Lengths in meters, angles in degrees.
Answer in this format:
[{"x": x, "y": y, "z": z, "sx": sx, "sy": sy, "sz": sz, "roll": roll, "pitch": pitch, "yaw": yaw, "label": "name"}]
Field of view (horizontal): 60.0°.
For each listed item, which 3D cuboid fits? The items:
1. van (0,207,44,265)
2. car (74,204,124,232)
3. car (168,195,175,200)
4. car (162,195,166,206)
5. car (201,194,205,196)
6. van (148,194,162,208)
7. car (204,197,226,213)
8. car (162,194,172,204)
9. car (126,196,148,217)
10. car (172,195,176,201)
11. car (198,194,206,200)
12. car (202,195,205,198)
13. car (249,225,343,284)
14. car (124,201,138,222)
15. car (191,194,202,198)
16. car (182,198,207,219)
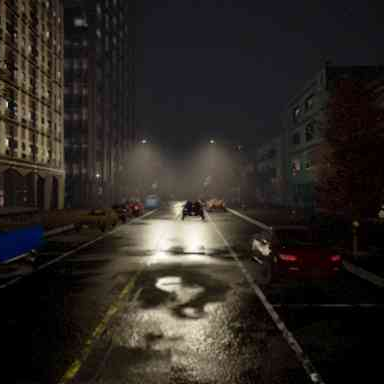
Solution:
[{"x": -5.690, "y": 1.340, "z": 9.288, "sx": 1.690, "sy": 1.788, "sz": 3.998, "roll": 0, "pitch": 0, "yaw": 0, "label": "van"}, {"x": -5.693, "y": 1.526, "z": 20.193, "sx": 1.752, "sy": 1.417, "sz": 4.829, "roll": 0, "pitch": 0, "yaw": 0, "label": "car"}, {"x": -5.710, "y": 1.637, "z": 92.343, "sx": 1.802, "sy": 1.307, "sz": 4.206, "roll": 0, "pitch": 0, "yaw": 0, "label": "car"}, {"x": -5.701, "y": 1.560, "z": 53.584, "sx": 1.887, "sy": 1.381, "sz": 4.507, "roll": 0, "pitch": 0, "yaw": 0, "label": "car"}, {"x": 2.677, "y": 1.591, "z": 64.659, "sx": 1.947, "sy": 1.339, "sz": 4.313, "roll": 0, "pitch": 0, "yaw": 0, "label": "car"}, {"x": -5.699, "y": 1.353, "z": 48.047, "sx": 1.690, "sy": 1.788, "sz": 3.998, "roll": 0, "pitch": 0, "yaw": 0, "label": "van"}, {"x": 2.685, "y": 1.447, "z": 36.973, "sx": 1.967, "sy": 1.590, "sz": 4.097, "roll": 0, "pitch": 0, "yaw": 0, "label": "car"}, {"x": -5.703, "y": 1.340, "z": 64.658, "sx": 2.192, "sy": 1.841, "sz": 5.009, "roll": 0, "pitch": 0, "yaw": 0, "label": "car"}, {"x": -5.695, "y": 1.445, "z": 31.437, "sx": 1.967, "sy": 1.590, "sz": 4.097, "roll": 0, "pitch": 0, "yaw": 0, "label": "car"}, {"x": -5.707, "y": 1.357, "z": 81.270, "sx": 2.192, "sy": 1.841, "sz": 5.009, "roll": 0, "pitch": 0, "yaw": 0, "label": "car"}, {"x": 2.671, "y": 1.370, "z": 92.345, "sx": 2.192, "sy": 1.841, "sz": 5.009, "roll": 0, "pitch": 0, "yaw": 0, "label": "car"}, {"x": 2.682, "y": 1.557, "z": 48.048, "sx": 1.887, "sy": 1.381, "sz": 4.507, "roll": 0, "pitch": 0, "yaw": 0, "label": "car"}, {"x": 2.690, "y": 1.582, "z": 9.288, "sx": 1.802, "sy": 1.307, "sz": 4.206, "roll": 0, "pitch": 0, "yaw": 0, "label": "car"}, {"x": -5.694, "y": 1.585, "z": 25.899, "sx": 1.802, "sy": 1.307, "sz": 4.206, "roll": 0, "pitch": 0, "yaw": 0, "label": "car"}, {"x": 0.089, "y": 1.489, "z": 46.115, "sx": 1.882, "sy": 1.535, "sz": 5.008, "roll": 0, "pitch": 0, "yaw": 0, "label": "car"}, {"x": 0.090, "y": 1.530, "z": 28.849, "sx": 1.812, "sy": 1.442, "sz": 4.674, "roll": 0, "pitch": 0, "yaw": 0, "label": "car"}]
